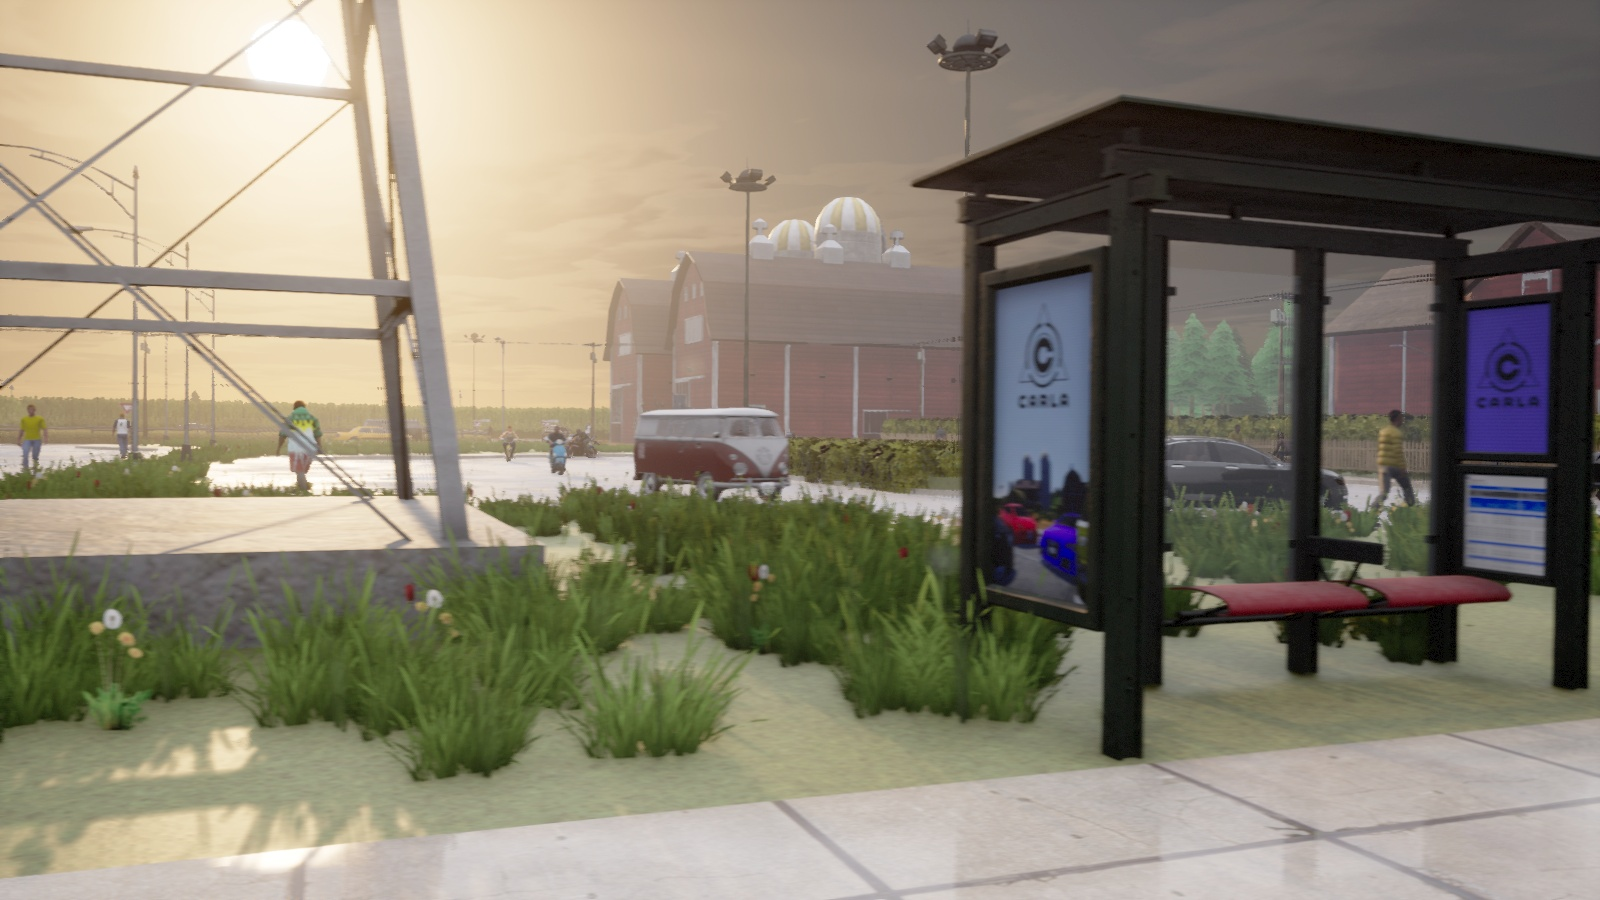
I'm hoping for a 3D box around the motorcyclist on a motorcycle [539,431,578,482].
[{"bbox_3d":[-7.789,0.181,40.445,0.866,1.590,1.817,-1,1,-21],"label":"motorcyclist on a motorcycle"}]

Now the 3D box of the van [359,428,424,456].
[{"bbox_3d":[-30.074,-0.626,92.439,4.442,1.987,1.775,-1,1,-21],"label":"van"}]

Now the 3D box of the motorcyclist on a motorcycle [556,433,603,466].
[{"bbox_3d":[-10.753,-0.041,61.240,0.866,1.530,2.191,1,2,39],"label":"motorcyclist on a motorcycle"}]

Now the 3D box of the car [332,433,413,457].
[{"bbox_3d":[-30.173,-0.375,88.649,5.366,1.575,1.801,-1,1,-21],"label":"car"}]

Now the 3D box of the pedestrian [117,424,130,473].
[{"bbox_3d":[-25.694,-0.048,47.686,0.354,1.836,0.706,-1,1,-23],"label":"pedestrian"}]

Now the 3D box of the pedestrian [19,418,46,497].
[{"bbox_3d":[-18.068,0.165,29.576,0.354,1.836,0.706,-1,1,-18],"label":"pedestrian"}]

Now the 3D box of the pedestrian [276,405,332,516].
[{"bbox_3d":[-8.968,0.179,22.709,0.659,1.952,0.873,-1,1,-41],"label":"pedestrian"}]

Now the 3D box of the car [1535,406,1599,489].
[{"bbox_3d":[19.118,-0.062,28.483,1.905,1.878,3.866,-1,1,-21],"label":"car"}]

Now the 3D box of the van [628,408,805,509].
[{"bbox_3d":[-1.902,0.131,27.224,1.775,1.987,4.442,-1,1,-35],"label":"van"}]
